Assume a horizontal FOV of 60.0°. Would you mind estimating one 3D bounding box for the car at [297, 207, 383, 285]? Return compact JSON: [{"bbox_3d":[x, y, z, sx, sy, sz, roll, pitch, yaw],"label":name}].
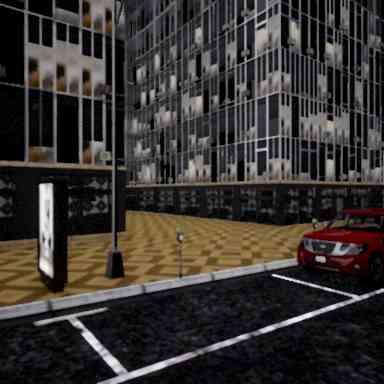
[{"bbox_3d":[5.311,1.408,9.906,5.009,1.841,2.192,1,-1,-36],"label":"car"}]
